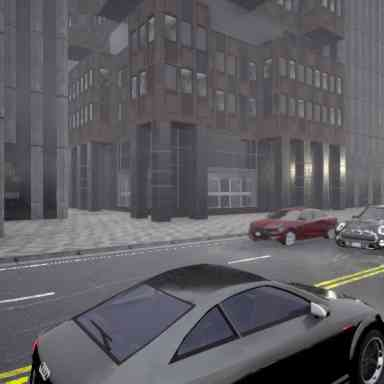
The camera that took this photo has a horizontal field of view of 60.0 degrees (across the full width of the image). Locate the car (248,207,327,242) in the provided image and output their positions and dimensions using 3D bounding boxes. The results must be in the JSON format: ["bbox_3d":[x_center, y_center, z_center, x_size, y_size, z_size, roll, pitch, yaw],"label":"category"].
[{"bbox_3d":[4.754,1.473,15.307,5.008,1.535,1.882,0,0,-36],"label":"car"}]

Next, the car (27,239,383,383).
[{"bbox_3d":[0.451,1.564,3.800,4.181,1.385,1.994,0,0,-36],"label":"car"}]

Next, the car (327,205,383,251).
[{"bbox_3d":[7.840,1.347,13.550,4.553,1.767,2.097,0,0,-36],"label":"car"}]
